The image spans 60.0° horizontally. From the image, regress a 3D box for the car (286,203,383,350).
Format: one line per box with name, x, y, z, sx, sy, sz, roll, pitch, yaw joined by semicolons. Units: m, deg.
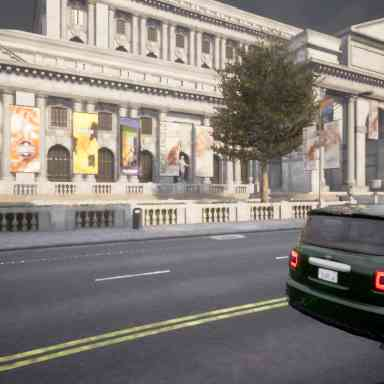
car;4.175;1.221;5.829;5.566;2.045;2.150;0;0;-29
